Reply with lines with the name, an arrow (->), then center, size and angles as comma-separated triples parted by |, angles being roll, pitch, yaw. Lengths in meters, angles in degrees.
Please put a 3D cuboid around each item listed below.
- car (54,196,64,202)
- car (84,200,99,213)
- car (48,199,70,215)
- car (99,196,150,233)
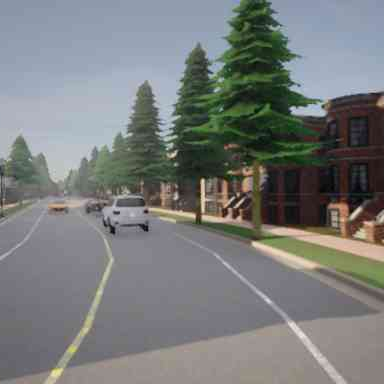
car -> -29.456, 1.585, 73.533 | 1.895, 1.301, 4.718 | 0, 0, -22
car -> -10.945, 1.576, 37.333 | 1.812, 1.442, 4.674 | 0, 0, -22
car -> -14.384, 1.556, 36.009 | 1.882, 1.535, 5.008 | 0, 0, -22
car -> -4.066, 1.236, 20.032 | 2.150, 2.045, 5.566 | 0, 0, -20
